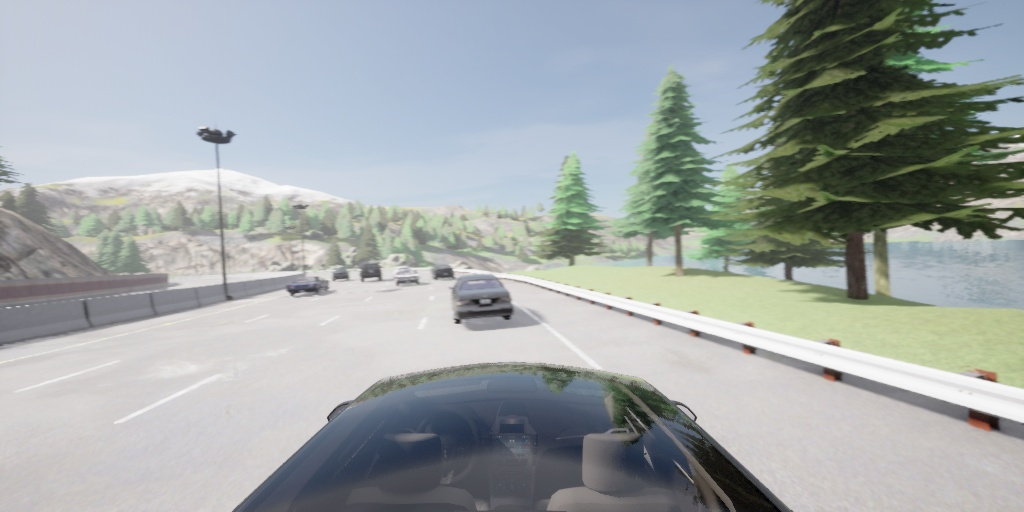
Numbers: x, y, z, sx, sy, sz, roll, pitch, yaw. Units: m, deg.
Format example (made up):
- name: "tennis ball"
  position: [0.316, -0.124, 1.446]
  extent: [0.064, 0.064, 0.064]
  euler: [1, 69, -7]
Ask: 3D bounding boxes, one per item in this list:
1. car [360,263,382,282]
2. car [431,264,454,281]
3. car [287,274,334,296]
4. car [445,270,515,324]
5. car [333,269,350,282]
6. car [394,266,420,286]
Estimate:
- name: "car"
  position: [-16.060, 1.827, 40.955]
  extent: [2.150, 2.045, 5.566]
  euler: [-3, 0, -22]
- name: "car"
  position: [-6.996, 1.570, 35.971]
  extent: [1.882, 1.535, 5.008]
  euler: [-3, 0, -18]
- name: "car"
  position: [-15.143, 2.176, 26.919]
  extent: [1.895, 1.301, 4.718]
  euler: [-3, 0, -16]
- name: "car"
  position: [-1.189, 1.346, 12.540]
  extent: [2.033, 1.411, 5.357]
  euler: [-3, 0, -10]
- name: "car"
  position: [-22.028, 2.444, 46.266]
  extent: [1.837, 1.490, 4.892]
  euler: [-3, 0, -23]
- name: "car"
  position: [-9.059, 1.820, 31.039]
  extent: [1.895, 1.301, 4.718]
  euler: [-3, 0, -17]
